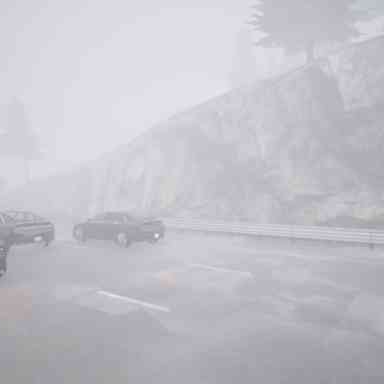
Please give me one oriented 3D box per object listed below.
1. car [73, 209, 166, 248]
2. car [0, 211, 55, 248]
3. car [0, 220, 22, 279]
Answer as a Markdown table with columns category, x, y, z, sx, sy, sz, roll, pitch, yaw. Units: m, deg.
| category | x | y | z | sx | sy | sz | roll | pitch | yaw |
| --- | --- | --- | --- | --- | --- | --- | --- | --- | --- |
| car | -3.406 | 1.542 | 15.024 | 4.892 | 1.490 | 1.837 | 0 | 0 | 36 |
| car | -7.684 | 1.535 | 13.800 | 4.902 | 1.511 | 2.128 | 0 | 0 | 36 |
| car | -6.708 | 1.537 | 8.771 | 4.892 | 1.490 | 1.837 | 0 | 0 | 36 |
